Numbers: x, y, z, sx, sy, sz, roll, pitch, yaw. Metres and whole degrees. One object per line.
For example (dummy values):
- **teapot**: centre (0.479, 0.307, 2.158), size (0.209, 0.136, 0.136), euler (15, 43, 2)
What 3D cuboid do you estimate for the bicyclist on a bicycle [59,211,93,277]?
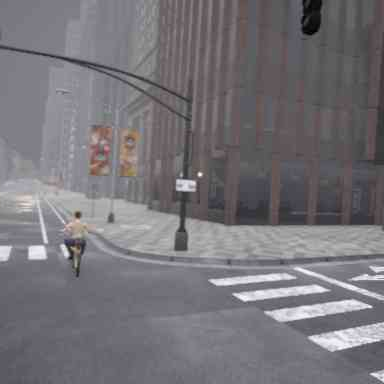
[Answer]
- **bicyclist on a bicycle**: centre (-3.013, 1.295, 8.676), size (0.866, 1.612, 1.509), euler (2, 0, -25)
